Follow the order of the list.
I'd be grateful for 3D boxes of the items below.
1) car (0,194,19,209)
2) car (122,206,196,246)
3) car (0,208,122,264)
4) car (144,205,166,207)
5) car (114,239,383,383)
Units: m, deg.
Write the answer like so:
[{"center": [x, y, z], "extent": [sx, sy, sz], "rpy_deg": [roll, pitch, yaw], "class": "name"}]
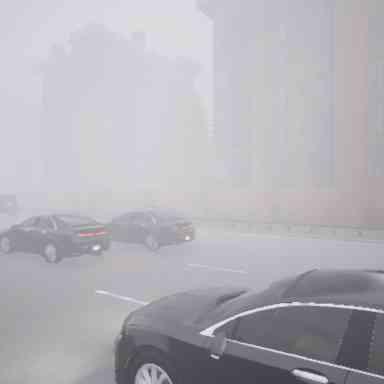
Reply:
[{"center": [-17.425, 1.222, 29.310], "extent": [5.566, 2.045, 2.150], "rpy_deg": [0, 0, 35], "class": "car"}, {"center": [-2.124, 1.505, 14.102], "extent": [4.892, 1.490, 1.837], "rpy_deg": [0, 0, 35], "class": "car"}, {"center": [-4.966, 1.504, 11.830], "extent": [4.892, 1.490, 1.837], "rpy_deg": [0, 0, 35], "class": "car"}, {"center": [-2.517, 1.491, 18.681], "extent": [4.902, 1.511, 2.128], "rpy_deg": [0, 0, 35], "class": "car"}, {"center": [1.371, 1.504, 3.013], "extent": [4.892, 1.490, 1.837], "rpy_deg": [0, 0, 35], "class": "car"}]
